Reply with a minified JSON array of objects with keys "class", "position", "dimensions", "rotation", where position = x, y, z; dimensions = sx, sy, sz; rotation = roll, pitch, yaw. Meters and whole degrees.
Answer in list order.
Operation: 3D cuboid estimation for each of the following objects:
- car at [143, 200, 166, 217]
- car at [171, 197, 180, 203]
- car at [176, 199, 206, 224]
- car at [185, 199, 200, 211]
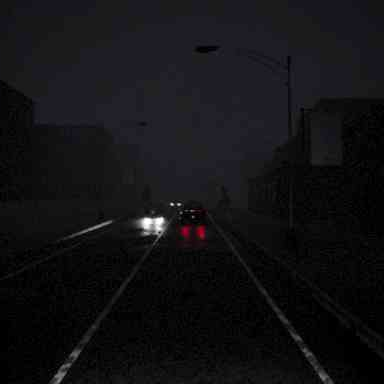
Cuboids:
[{"class":"car","position":[-3.524,1.565,32.188],"dimensions":[2.128,1.511,4.902],"rotation":[0,0,0]},{"class":"car","position":[-3.539,1.823,73.462],"dimensions":[1.895,1.301,4.718],"rotation":[0,0,0]},{"class":"car","position":[0.086,1.541,25.587],"dimensions":[2.128,1.511,4.902],"rotation":[0,0,0]},{"class":"car","position":[0.085,1.628,42.933],"dimensions":[1.837,1.490,4.892],"rotation":[0,0,0]}]
